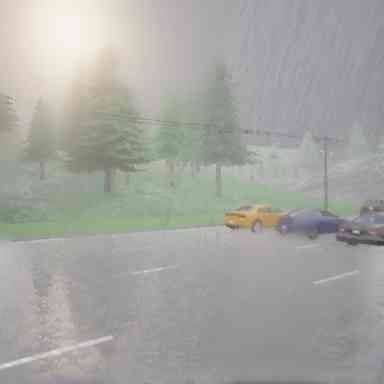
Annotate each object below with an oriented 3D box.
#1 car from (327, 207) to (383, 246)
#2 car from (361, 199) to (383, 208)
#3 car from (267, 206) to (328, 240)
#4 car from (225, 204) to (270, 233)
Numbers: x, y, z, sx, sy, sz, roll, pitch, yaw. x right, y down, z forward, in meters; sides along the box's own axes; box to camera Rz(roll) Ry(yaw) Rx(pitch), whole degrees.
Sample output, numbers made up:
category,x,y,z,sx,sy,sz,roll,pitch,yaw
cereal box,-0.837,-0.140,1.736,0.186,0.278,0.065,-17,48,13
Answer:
category,x,y,z,sx,sy,sz,roll,pitch,yaw
car,8.269,1.560,14.066,5.357,1.411,2.033,0,0,-35
car,16.391,1.363,28.458,4.553,1.767,2.097,0,0,-35
car,6.236,1.530,16.916,4.674,1.442,1.812,0,0,-35
car,4.204,1.482,19.765,5.008,1.535,1.882,0,0,-35
